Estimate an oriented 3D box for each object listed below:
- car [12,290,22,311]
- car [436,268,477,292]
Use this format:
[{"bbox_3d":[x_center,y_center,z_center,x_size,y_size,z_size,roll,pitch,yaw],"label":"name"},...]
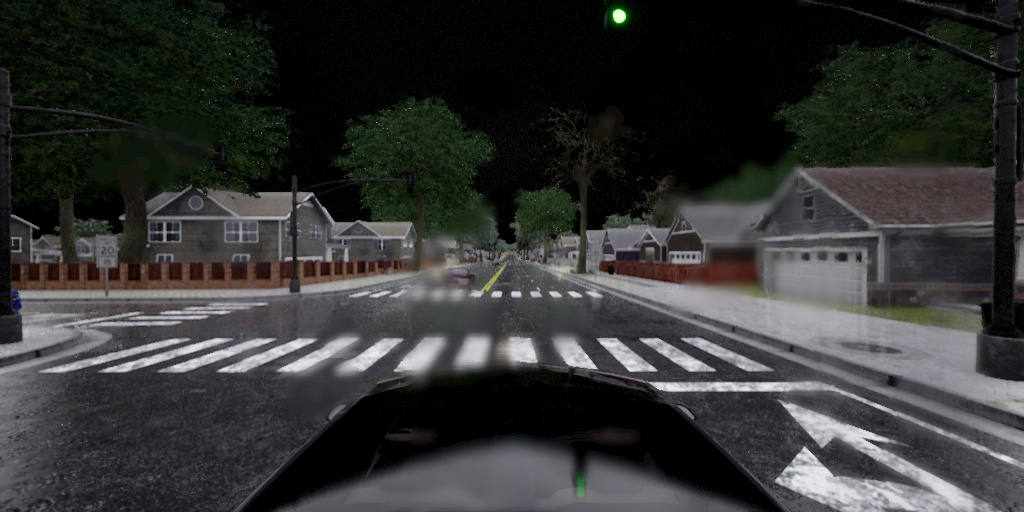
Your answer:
[{"bbox_3d":[-19.621,1.393,11.981,5.008,1.535,1.882,0,0,2],"label":"car"},{"bbox_3d":[-3.247,1.417,21.685,1.994,1.385,4.181,0,1,0],"label":"car"}]
